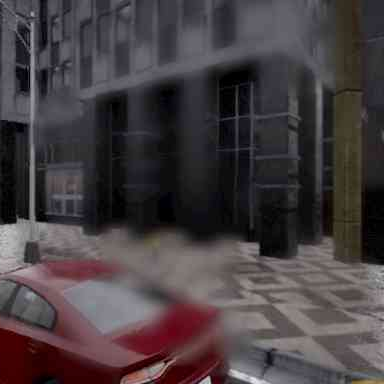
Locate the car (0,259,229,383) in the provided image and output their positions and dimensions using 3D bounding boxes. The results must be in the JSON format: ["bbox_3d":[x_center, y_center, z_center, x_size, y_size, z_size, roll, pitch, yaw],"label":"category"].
[{"bbox_3d":[-1.719,1.542,4.187,4.507,1.381,1.887,0,0,36],"label":"car"}]

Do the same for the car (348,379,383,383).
[{"bbox_3d":[2.734,1.527,1.010,4.829,1.417,1.752,0,0,36],"label":"car"}]
